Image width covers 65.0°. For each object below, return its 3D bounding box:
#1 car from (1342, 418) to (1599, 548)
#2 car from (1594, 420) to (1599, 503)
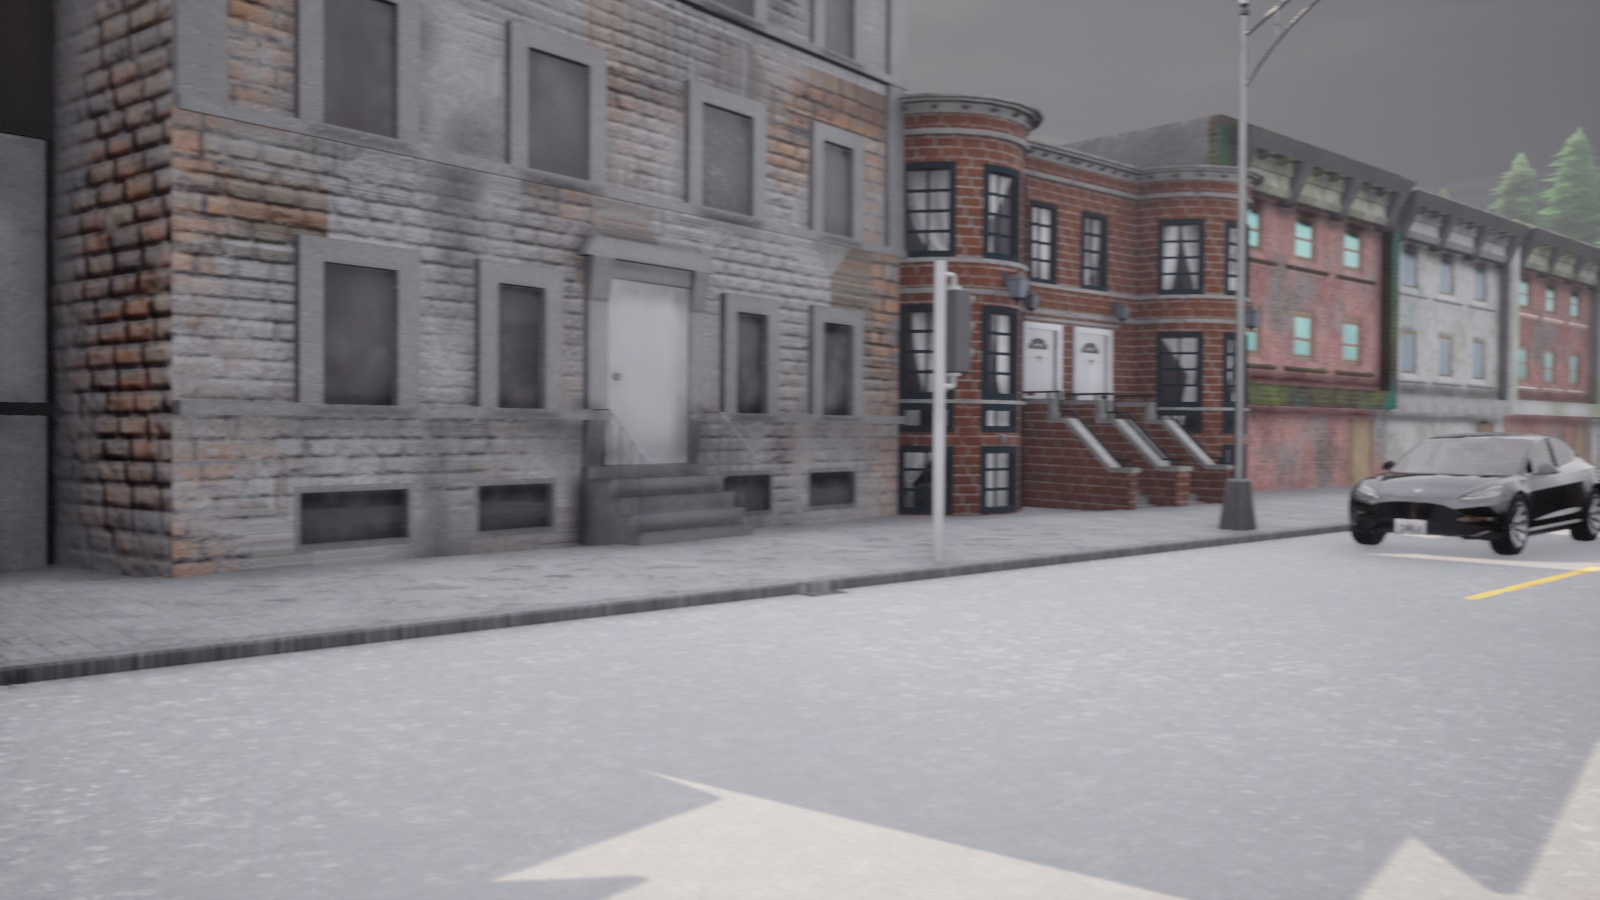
[{"bbox_3d":[9.413,0.334,16.836,4.792,1.488,2.163,-2,1,-42],"label":"car"},{"bbox_3d":[16.302,0.163,23.100,4.193,1.474,1.816,-2,1,-42],"label":"car"}]
